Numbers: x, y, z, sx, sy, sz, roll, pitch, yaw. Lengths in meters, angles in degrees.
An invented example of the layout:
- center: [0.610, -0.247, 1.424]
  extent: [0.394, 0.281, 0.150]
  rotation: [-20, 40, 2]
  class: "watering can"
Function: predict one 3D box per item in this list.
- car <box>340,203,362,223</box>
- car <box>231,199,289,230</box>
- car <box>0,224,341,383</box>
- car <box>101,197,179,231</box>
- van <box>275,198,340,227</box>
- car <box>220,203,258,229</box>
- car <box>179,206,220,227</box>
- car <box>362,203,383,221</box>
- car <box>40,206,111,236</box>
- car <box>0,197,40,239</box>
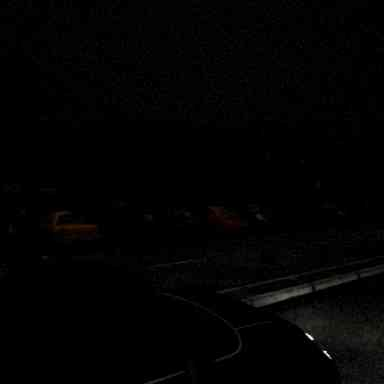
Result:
- center: [10.261, 1.513, 25.991]
  extent: [2.185, 1.767, 4.553]
  rotation: [0, 0, -35]
  class: "car"
- center: [3.465, 1.465, 21.149]
  extent: [2.185, 1.767, 4.553]
  rotation: [1, 0, -35]
  class: "car"
- center: [-0.872, 1.356, 2.509]
  extent: [4.553, 1.767, 2.097]
  rotation: [0, 0, -36]
  class: "car"
- center: [-3.322, 1.275, 16.312]
  extent: [2.435, 2.045, 5.566]
  rotation: [1, 0, -35]
  class: "car"
- center: [7.979, 1.401, 24.183]
  extent: [1.878, 1.987, 4.442]
  rotation: [0, 0, -35]
  class: "van"
- center: [1.121, 1.568, 19.435]
  extent: [2.097, 1.535, 5.008]
  rotation: [1, 0, -35]
  class: "car"
- center: [-1.048, 1.549, 17.904]
  extent: [2.231, 1.521, 4.892]
  rotation: [1, 0, -35]
  class: "car"
- center: [14.723, 1.679, 29.094]
  extent: [2.163, 1.488, 4.792]
  rotation: [0, 0, -35]
  class: "car"
- center: [-5.679, 1.502, 14.825]
  extent: [1.946, 1.575, 5.366]
  rotation: [1, 0, -35]
  class: "car"
- center: [-7.919, 1.232, 12.967]
  extent: [2.435, 2.045, 5.566]
  rotation: [1, 0, -35]
  class: "car"
